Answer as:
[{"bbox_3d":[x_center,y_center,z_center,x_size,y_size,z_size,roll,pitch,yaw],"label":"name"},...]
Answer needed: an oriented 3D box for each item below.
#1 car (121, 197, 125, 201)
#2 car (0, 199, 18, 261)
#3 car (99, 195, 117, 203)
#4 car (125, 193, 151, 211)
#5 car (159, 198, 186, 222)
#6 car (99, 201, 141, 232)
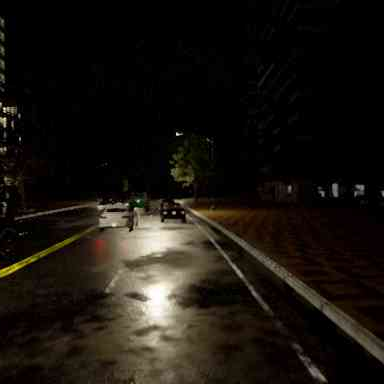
[{"bbox_3d":[-10.454,1.421,54.639,1.812,1.442,4.674,0,0,-2],"label":"car"},{"bbox_3d":[-6.998,1.223,9.245,2.150,2.045,5.566,0,0,-3],"label":"car"},{"bbox_3d":[-13.703,1.268,54.537,2.097,1.767,4.553,0,0,-2],"label":"car"},{"bbox_3d":[-6.016,1.126,38.285,2.150,2.045,5.566,0,0,-5],"label":"car"},{"bbox_3d":[-1.506,1.470,25.323,2.033,1.411,5.357,0,0,-6],"label":"car"},{"bbox_3d":[-4.269,1.479,19.682,1.812,1.442,4.674,0,0,-5],"label":"car"}]
